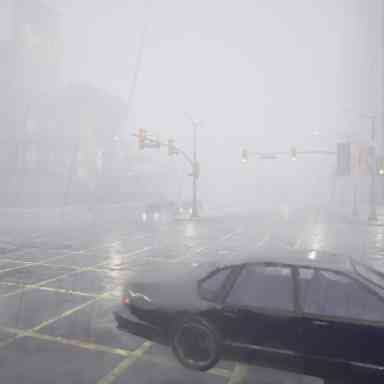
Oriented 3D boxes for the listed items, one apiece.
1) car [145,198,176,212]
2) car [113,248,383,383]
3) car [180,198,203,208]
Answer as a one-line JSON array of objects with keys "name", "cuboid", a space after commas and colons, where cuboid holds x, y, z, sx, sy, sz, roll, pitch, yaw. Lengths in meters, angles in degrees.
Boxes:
[{"name": "car", "cuboid": [-3.619, 1.478, 38.969, 1.882, 1.535, 5.008, 0, 0, 23]}, {"name": "car", "cuboid": [1.598, 1.543, 4.508, 5.357, 1.411, 2.033, 0, 0, 21]}, {"name": "car", "cuboid": [-0.007, 1.601, 48.524, 1.895, 1.301, 4.718, 0, 0, 21]}]
